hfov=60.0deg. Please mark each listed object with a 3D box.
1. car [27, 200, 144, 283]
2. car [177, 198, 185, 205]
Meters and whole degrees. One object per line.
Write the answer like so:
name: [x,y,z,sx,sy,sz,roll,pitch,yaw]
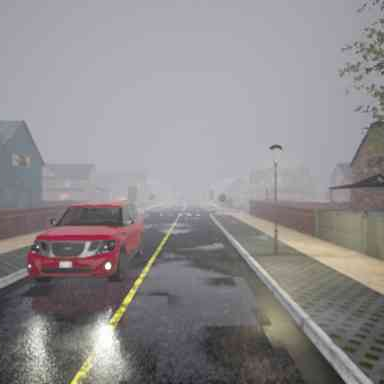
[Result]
car: [-2.842,1.305,10.260,2.150,2.045,5.566,0,-1,0]
car: [-2.686,2.234,82.354,2.097,1.767,4.553,0,-1,0]
